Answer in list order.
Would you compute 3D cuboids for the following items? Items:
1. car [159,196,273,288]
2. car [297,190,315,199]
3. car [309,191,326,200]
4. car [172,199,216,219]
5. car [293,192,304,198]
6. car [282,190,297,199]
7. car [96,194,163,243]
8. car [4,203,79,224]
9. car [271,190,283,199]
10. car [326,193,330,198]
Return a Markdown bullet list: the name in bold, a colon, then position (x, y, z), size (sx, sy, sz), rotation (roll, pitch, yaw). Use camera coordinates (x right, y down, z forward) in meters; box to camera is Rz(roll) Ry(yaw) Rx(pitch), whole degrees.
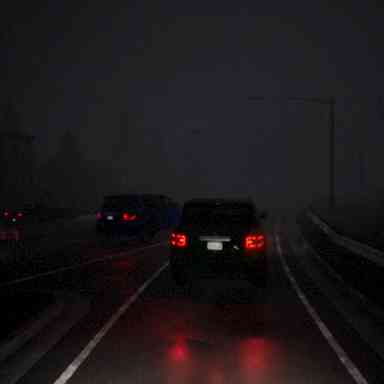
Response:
- **car**: position (0.914, 1.156, 9.302), size (2.150, 2.045, 5.566), rotation (0, 0, 10)
- **car**: position (26.983, 0.812, 78.583), size (2.097, 1.767, 4.553), rotation (0, 0, 28)
- **car**: position (26.816, 1.036, 70.774), size (1.812, 1.442, 4.674), rotation (0, 0, 28)
- **car**: position (0.287, 1.373, 27.861), size (1.994, 1.385, 4.181), rotation (0, 0, 28)
- **car**: position (28.577, 0.781, 89.089), size (1.812, 1.442, 4.674), rotation (0, 0, 28)
- **car**: position (23.708, 0.948, 79.878), size (1.837, 1.490, 4.892), rotation (0, 0, 28)
- **car**: position (-2.074, 1.113, 15.904), size (2.150, 2.045, 5.566), rotation (0, 1, 28)
- **car**: position (-10.183, 1.444, 23.031), size (1.895, 1.301, 4.718), rotation (0, 0, 28)
- **car**: position (20.809, 0.960, 81.882), size (1.812, 1.442, 4.674), rotation (0, 0, 28)
- **car**: position (35.349, 0.940, 86.921), size (2.033, 1.411, 5.357), rotation (0, 0, 28)
